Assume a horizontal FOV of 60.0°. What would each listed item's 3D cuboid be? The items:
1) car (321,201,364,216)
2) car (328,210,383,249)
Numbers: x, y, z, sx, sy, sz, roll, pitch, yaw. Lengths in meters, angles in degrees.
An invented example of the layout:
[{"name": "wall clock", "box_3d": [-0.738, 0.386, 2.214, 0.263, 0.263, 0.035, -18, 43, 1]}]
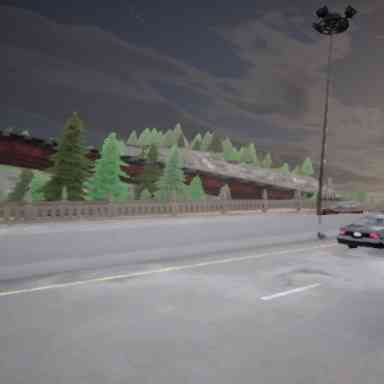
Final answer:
[{"name": "car", "box_3d": [13.928, 1.811, 31.130, 4.718, 1.301, 1.895, 0, 0, -35]}, {"name": "car", "box_3d": [8.244, 1.653, 13.931, 5.357, 1.411, 2.033, 0, 0, -36]}]
